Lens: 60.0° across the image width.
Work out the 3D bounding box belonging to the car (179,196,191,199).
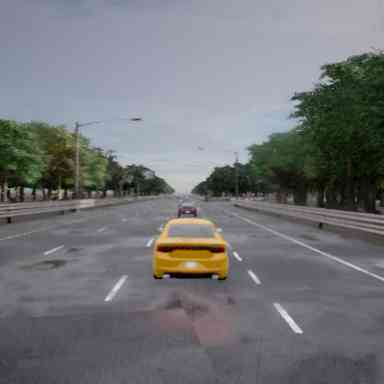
[{"bbox_3d":[-0.850,1.892,57.548,2.033,1.411,5.357,1,0,-1],"label":"car"}]

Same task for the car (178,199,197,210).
[{"bbox_3d":[-0.465,1.733,34.388,1.812,1.442,4.674,1,0,-1],"label":"car"}]

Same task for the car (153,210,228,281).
[{"bbox_3d":[-0.058,1.541,10.120,1.882,1.535,5.008,1,0,-1],"label":"car"}]
